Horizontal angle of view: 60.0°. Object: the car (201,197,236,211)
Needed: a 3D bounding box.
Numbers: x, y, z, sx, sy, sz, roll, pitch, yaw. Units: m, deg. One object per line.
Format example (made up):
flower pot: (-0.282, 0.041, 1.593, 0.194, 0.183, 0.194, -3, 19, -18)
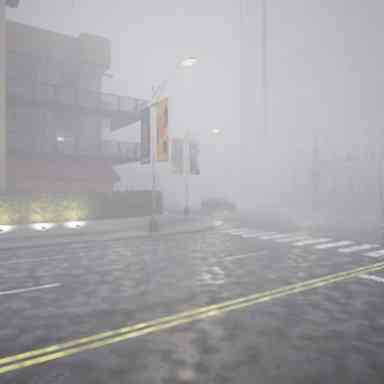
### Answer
car: (3.081, 1.353, 39.009, 1.882, 1.535, 5.008, 0, 0, -35)
